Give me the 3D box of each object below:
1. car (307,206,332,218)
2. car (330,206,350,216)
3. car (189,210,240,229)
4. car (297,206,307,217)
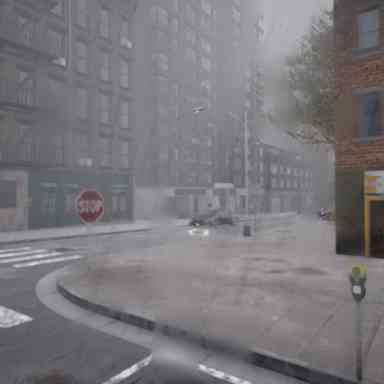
[{"bbox_3d":[16.760,2.712,42.682,1.895,1.301,4.718,-1,-2,36],"label":"car"},{"bbox_3d":[22.635,2.895,50.922,1.994,1.385,4.181,-1,-2,36],"label":"car"},{"bbox_3d":[1.979,2.146,27.131,2.033,1.411,5.357,-1,-2,36],"label":"car"},{"bbox_3d":[16.666,2.765,47.348,2.033,1.411,5.357,-1,-2,36],"label":"car"}]
